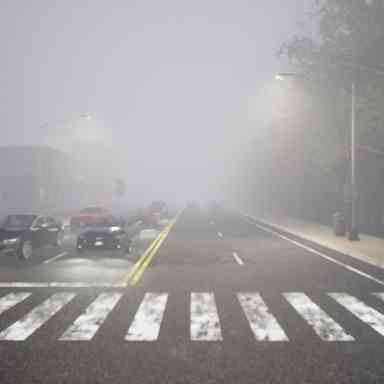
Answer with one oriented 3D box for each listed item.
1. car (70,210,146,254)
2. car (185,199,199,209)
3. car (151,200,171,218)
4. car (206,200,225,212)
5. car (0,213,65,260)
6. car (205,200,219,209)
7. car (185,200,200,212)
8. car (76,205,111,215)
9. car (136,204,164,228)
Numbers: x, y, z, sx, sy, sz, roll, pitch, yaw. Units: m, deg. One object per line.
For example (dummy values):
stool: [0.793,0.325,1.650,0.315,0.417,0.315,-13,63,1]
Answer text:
car: [-3.361,1.691,14.018,1.994,1.385,4.181,0,-1,0]
car: [-0.036,1.977,54.505,2.128,1.511,4.902,0,-1,0]
car: [-3.357,1.653,33.626,2.097,1.767,4.553,0,-1,1]
car: [3.318,1.999,44.568,1.895,1.301,4.718,0,-1,0]
car: [-6.610,1.609,13.031,2.128,1.511,4.902,0,-1,0]
car: [3.211,2.034,54.586,2.033,1.411,5.357,0,-1,0]
car: [0.064,2.001,44.738,1.895,1.301,4.718,0,-1,0]
car: [-6.614,1.680,22.535,1.882,1.535,5.008,0,-1,0]
car: [-3.361,1.777,23.730,1.994,1.385,4.181,0,-1,0]
